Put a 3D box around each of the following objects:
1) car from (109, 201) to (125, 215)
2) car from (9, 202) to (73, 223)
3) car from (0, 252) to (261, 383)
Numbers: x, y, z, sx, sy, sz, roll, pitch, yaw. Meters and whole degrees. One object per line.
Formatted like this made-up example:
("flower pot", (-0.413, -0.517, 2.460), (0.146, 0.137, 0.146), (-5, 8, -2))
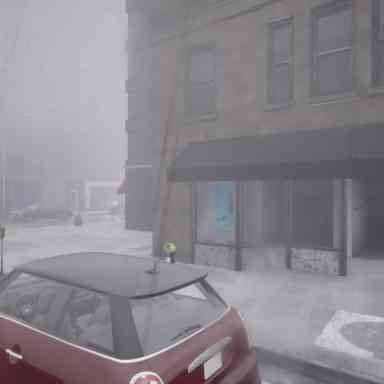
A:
("car", (-6.140, 1.555, 32.803), (1.994, 1.385, 4.181), (0, 0, 35))
("car", (-11.377, 1.515, 25.367), (1.812, 1.442, 4.674), (0, 0, 37))
("car", (-1.405, 1.440, 3.851), (4.097, 1.590, 1.967), (0, 0, 36))
